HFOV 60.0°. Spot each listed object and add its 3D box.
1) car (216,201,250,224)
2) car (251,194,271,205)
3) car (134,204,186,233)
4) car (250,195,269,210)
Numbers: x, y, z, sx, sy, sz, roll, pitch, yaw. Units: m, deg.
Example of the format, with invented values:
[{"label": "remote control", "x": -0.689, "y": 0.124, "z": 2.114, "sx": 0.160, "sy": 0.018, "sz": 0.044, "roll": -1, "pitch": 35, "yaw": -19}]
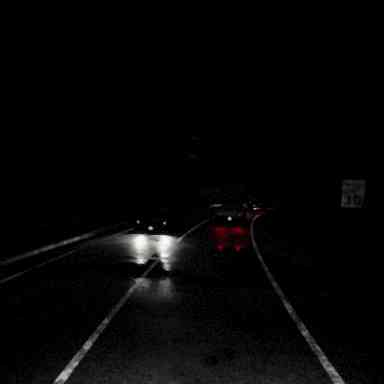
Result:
[{"label": "car", "x": 2.949, "y": 1.471, "z": 24.034, "sx": 1.895, "sy": 1.301, "sz": 4.718, "roll": 1, "pitch": 0, "yaw": 12}, {"label": "car", "x": 12.222, "y": 1.239, "z": 58.590, "sx": 2.128, "sy": 1.511, "sz": 4.902, "roll": 3, "pitch": 3, "yaw": 27}, {"label": "car", "x": -1.590, "y": 1.372, "z": 18.884, "sx": 2.033, "sy": 1.411, "sz": 5.357, "roll": 1, "pitch": 1, "yaw": 9}, {"label": "car", "x": 8.078, "y": 1.432, "z": 41.006, "sx": 1.812, "sy": 1.442, "sz": 4.674, "roll": 2, "pitch": 1, "yaw": 20}]
